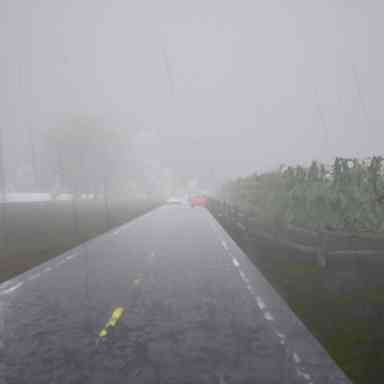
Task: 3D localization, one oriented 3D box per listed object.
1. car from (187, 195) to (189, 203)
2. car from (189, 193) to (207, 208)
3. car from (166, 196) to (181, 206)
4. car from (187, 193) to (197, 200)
[{"bbox_3d":[0.013,1.402,64.515,2.033,1.411,5.357,0,0,0],"label":"car"},{"bbox_3d":[0.970,1.237,46.518,2.097,1.767,4.553,0,0,0],"label":"car"},{"bbox_3d":[-2.799,1.399,51.792,1.812,1.442,4.674,0,0,0],"label":"car"},{"bbox_3d":[0.017,1.029,78.318,2.097,1.767,4.553,0,0,0],"label":"car"}]
